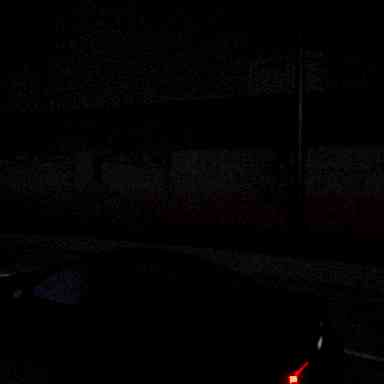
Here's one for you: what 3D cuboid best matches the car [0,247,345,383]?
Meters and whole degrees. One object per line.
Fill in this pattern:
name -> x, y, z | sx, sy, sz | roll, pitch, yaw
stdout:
car -> -0.896, 1.513, 4.550 | 5.357, 1.411, 2.033 | 0, 1, 31
